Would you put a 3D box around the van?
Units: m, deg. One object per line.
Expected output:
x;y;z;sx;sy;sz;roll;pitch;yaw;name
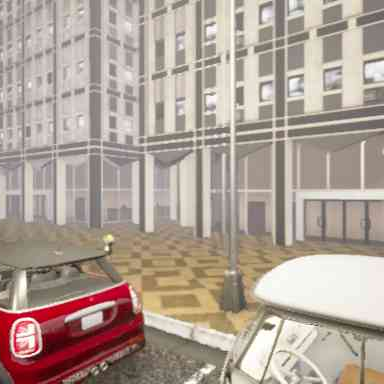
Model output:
1.960;1.342;1.480;3.998;1.788;1.690;0;0;36;van

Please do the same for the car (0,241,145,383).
-2.674;1.432;4.785;4.097;1.590;1.967;0;0;36;car
